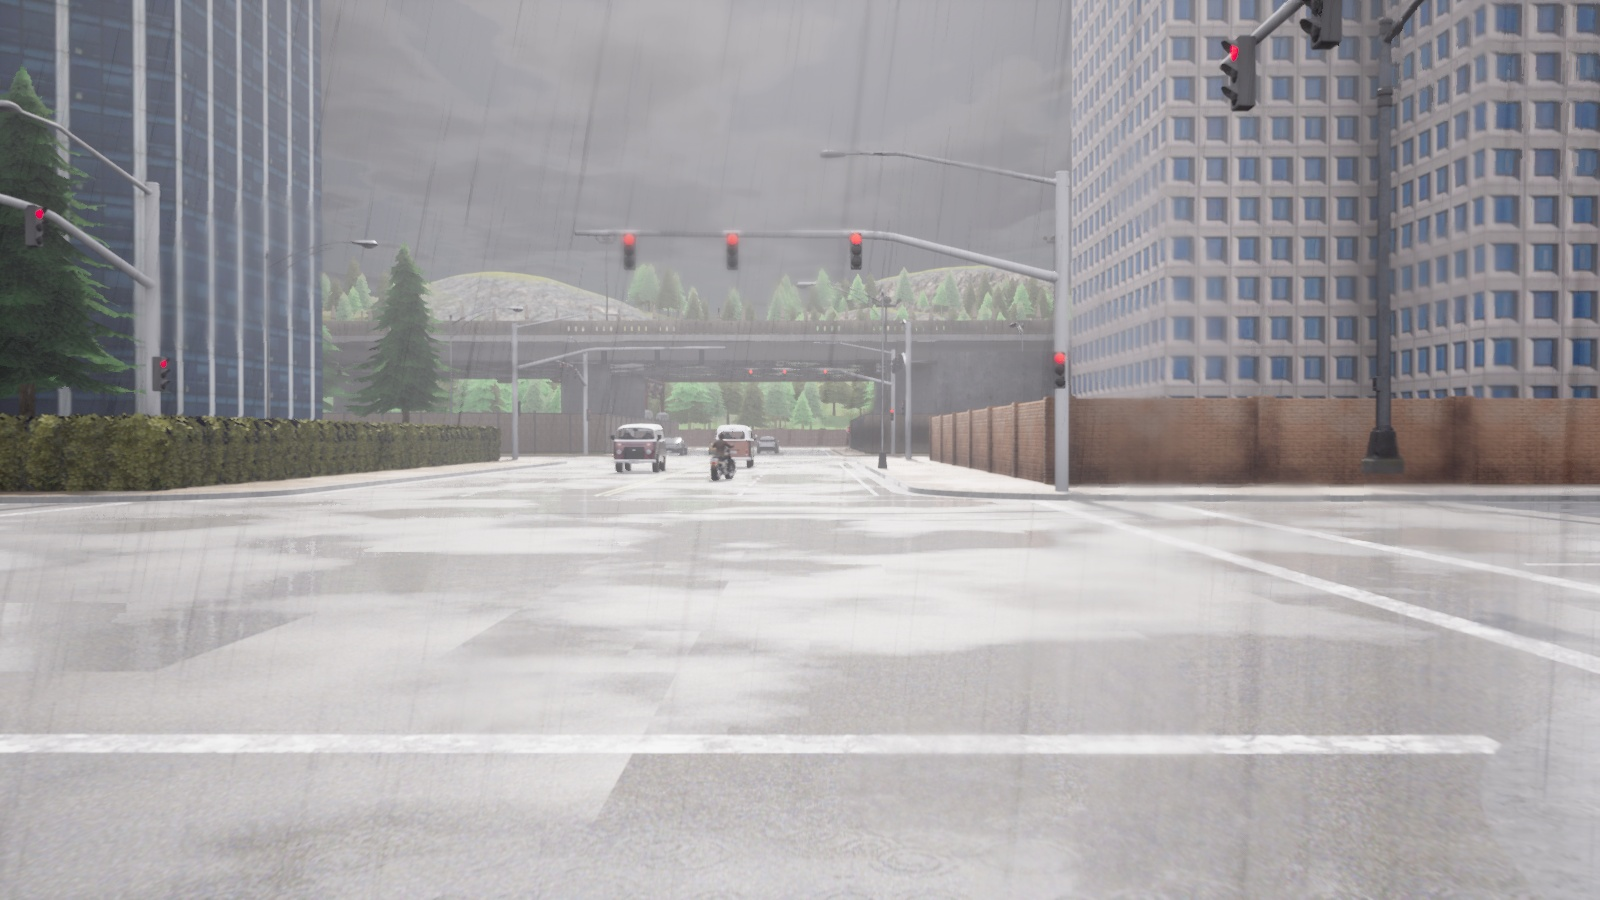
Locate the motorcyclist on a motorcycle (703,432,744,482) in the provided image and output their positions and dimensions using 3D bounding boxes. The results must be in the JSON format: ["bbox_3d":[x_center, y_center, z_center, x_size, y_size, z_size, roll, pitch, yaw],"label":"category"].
[{"bbox_3d":[-2.610,0.228,42.957,0.766,1.649,2.350,0,1,13],"label":"motorcyclist on a motorcycle"}]

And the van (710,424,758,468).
[{"bbox_3d":[-3.145,-0.191,60.597,2.069,2.038,4.480,0,1,0],"label":"van"}]

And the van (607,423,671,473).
[{"bbox_3d":[-6.690,-0.108,52.666,2.069,2.038,4.480,0,1,0],"label":"van"}]

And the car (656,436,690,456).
[{"bbox_3d":[-9.935,-0.330,98.339,2.163,1.488,4.792,0,1,0],"label":"car"}]
